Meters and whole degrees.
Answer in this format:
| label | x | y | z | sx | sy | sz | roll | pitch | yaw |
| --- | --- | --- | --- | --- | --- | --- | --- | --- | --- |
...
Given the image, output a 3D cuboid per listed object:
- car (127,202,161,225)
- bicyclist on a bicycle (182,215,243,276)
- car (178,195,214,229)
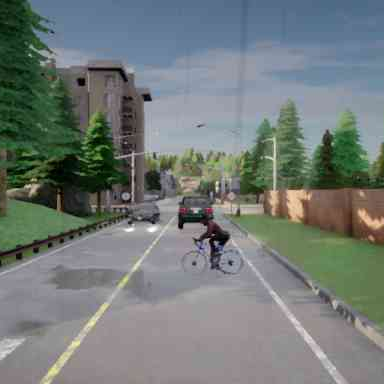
| label | x | y | z | sx | sy | sz | roll | pitch | yaw |
| --- | --- | --- | --- | --- | --- | --- | --- | --- | --- |
| car | -3.364 | 1.504 | 24.007 | 1.837 | 1.490 | 4.892 | 0 | -1 | 1 |
| bicyclist on a bicycle | 0.537 | 1.440 | 8.904 | 1.656 | 1.620 | 0.582 | -1 | 0 | 0 |
| car | 0.245 | 1.219 | 21.744 | 2.150 | 2.045 | 5.566 | 0 | 0 | 0 |
